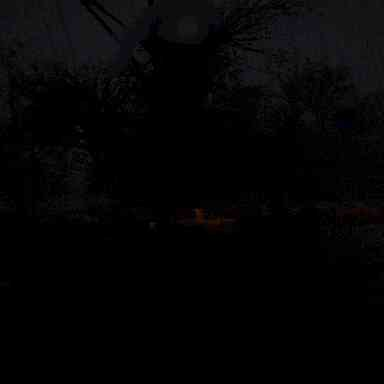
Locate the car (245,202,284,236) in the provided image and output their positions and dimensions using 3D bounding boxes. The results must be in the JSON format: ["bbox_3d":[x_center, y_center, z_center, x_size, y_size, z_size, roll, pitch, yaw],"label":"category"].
[{"bbox_3d":[2.236,1.307,17.960,4.553,1.767,2.185,-1,0,33],"label":"car"}]

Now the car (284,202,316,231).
[{"bbox_3d":[4.568,1.455,19.772,4.674,1.452,2.002,-1,0,33],"label":"car"}]

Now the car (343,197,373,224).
[{"bbox_3d":[9.397,1.373,23.322,5.366,1.575,1.946,-1,-1,32],"label":"car"}]

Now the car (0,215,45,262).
[{"bbox_3d":[-7.275,1.534,10.911,4.792,1.488,2.163,-1,-1,34],"label":"car"}]

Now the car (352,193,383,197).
[{"bbox_3d":[13.894,1.217,27.089,4.553,1.767,2.185,-1,0,31],"label":"car"}]

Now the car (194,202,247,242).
[{"bbox_3d":[-0.308,1.451,16.293,5.366,1.575,1.946,-1,0,33],"label":"car"}]

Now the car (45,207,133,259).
[{"bbox_3d":[-4.906,1.487,12.661,5.008,1.535,2.097,-1,0,34],"label":"car"}]

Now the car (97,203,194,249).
[{"bbox_3d":[-2.550,1.344,14.445,4.553,1.767,2.185,-1,-1,34],"label":"car"}]

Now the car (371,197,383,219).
[{"bbox_3d":[11.400,1.361,25.351,5.366,1.575,1.946,-1,0,32],"label":"car"}]

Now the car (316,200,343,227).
[{"bbox_3d":[6.908,1.437,21.586,4.674,1.452,2.002,-1,0,32],"label":"car"}]
